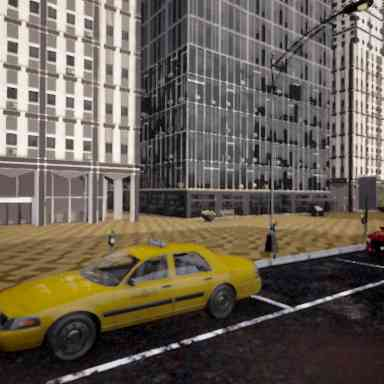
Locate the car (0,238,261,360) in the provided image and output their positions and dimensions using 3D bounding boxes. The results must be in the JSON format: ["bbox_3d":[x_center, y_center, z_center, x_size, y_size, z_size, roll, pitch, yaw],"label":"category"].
[{"bbox_3d":[-0.871,1.550,5.940,4.829,1.417,1.752,1,0,-36],"label":"car"}]

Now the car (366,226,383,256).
[{"bbox_3d":[8.273,1.679,12.466,4.507,1.381,1.887,1,0,-36],"label":"car"}]
